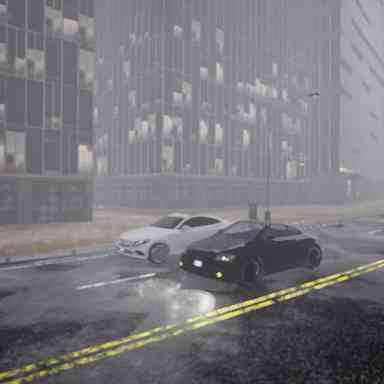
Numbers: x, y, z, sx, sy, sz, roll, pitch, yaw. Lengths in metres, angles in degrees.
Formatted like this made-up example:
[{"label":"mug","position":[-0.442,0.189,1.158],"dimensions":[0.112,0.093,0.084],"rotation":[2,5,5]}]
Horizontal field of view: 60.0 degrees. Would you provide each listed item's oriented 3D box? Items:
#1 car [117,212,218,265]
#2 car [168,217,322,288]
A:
[{"label":"car","position":[-0.311,1.458,11.672],"dimensions":[4.674,1.442,1.812],"rotation":[-1,1,-38]},{"label":"car","position":[1.717,1.495,9.146],"dimensions":[4.181,1.385,1.994],"rotation":[-1,0,-38]}]
